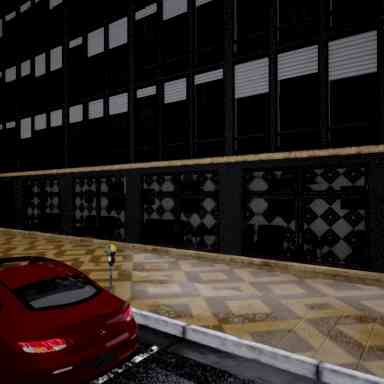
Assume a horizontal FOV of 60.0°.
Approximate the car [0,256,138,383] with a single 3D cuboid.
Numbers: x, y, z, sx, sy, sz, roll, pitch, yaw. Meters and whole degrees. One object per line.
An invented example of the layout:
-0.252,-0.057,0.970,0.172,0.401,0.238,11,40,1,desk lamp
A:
-2.593,1.582,4.675,4.206,1.307,1.802,0,0,35,car
